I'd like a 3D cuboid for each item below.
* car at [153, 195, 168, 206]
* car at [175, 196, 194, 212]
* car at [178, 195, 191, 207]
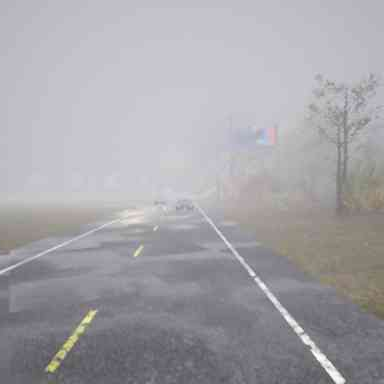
[{"bbox_3d":[-4.621,1.231,48.761,1.882,1.535,5.008,-1,0,-1],"label":"car"},{"bbox_3d":[-0.758,1.375,35.029,1.895,1.301,4.718,-1,0,-1],"label":"car"},{"bbox_3d":[-1.030,1.221,47.136,1.812,1.442,4.674,-1,1,-1],"label":"car"}]
